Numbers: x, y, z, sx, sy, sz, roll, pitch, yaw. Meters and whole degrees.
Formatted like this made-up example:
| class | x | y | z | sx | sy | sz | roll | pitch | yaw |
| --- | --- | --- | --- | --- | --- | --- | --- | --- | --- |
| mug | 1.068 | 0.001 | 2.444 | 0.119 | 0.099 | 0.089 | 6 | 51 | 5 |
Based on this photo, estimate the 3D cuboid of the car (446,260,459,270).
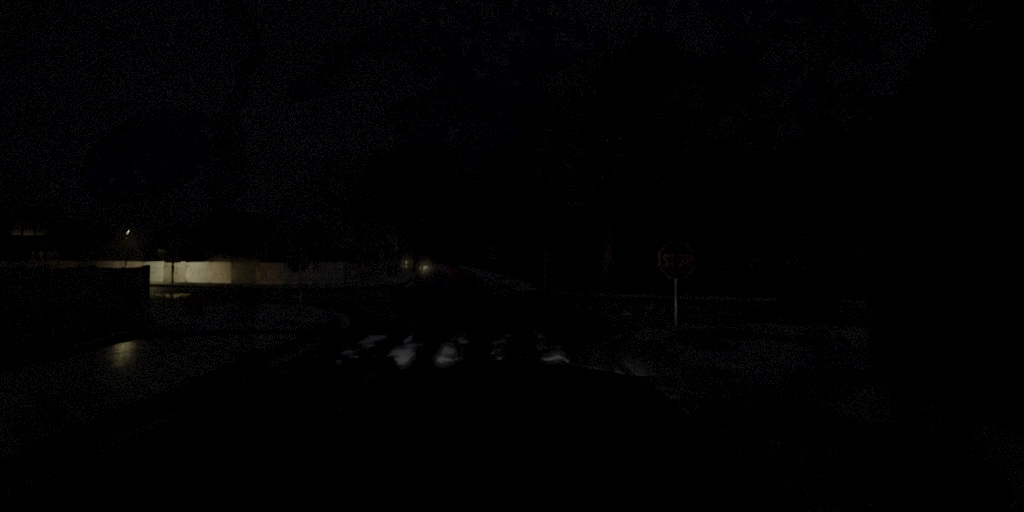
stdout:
| class | x | y | z | sx | sy | sz | roll | pitch | yaw |
| --- | --- | --- | --- | --- | --- | --- | --- | --- | --- |
| car | -10.199 | 1.650 | 61.983 | 1.812 | 1.442 | 4.674 | 0 | -1 | -11 |
